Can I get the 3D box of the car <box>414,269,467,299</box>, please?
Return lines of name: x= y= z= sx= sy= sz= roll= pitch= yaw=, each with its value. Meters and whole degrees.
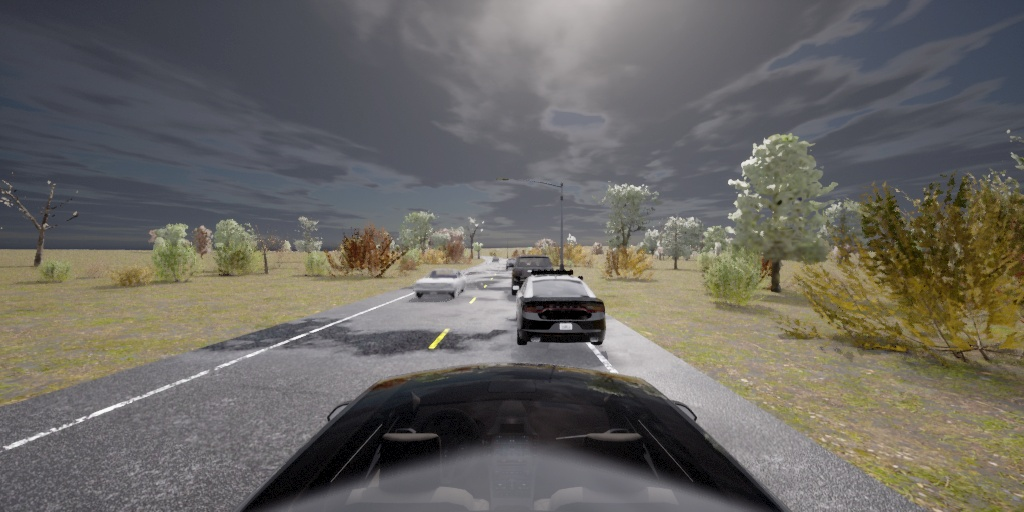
car: x=-3.494 y=1.336 z=18.183 sx=1.895 sy=1.301 sz=4.718 roll=0 pitch=0 yaw=0

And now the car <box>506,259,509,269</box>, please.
car: x=0.075 y=1.209 z=52.232 sx=2.033 sy=1.411 sz=5.357 roll=0 pitch=0 yaw=1

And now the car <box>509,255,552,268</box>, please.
car: x=1.057 y=0.957 z=19.512 sx=2.150 sy=2.045 sz=5.566 roll=0 pitch=0 yaw=0

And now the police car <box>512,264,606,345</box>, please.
police car: x=1.053 y=1.170 z=9.592 sx=1.930 sy=1.638 sz=5.238 roll=0 pitch=0 yaw=0
